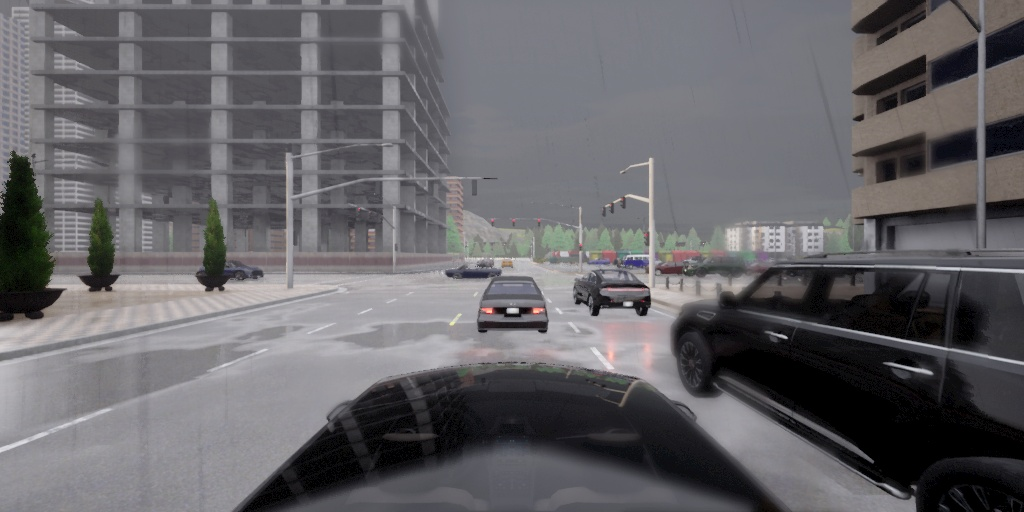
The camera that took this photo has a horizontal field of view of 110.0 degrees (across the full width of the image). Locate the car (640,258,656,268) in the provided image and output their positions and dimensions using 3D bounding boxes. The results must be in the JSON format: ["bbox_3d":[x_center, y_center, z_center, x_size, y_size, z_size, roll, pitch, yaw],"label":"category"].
[{"bbox_3d":[16.515,1.281,37.544,5.008,1.535,1.882,0,0,0],"label":"car"}]

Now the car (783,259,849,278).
[{"bbox_3d":[28.873,1.156,34.140,4.553,1.767,2.097,0,0,0],"label":"car"}]

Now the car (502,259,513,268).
[{"bbox_3d":[-0.846,1.225,62.763,1.882,1.535,5.008,0,0,-1],"label":"car"}]

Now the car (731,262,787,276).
[{"bbox_3d":[25.825,1.329,37.608,4.674,1.442,1.812,0,0,0],"label":"car"}]

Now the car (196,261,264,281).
[{"bbox_3d":[-23.486,1.159,30.022,4.553,1.767,2.097,0,0,0],"label":"car"}]

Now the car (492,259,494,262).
[{"bbox_3d":[-4.522,1.225,63.041,1.882,1.535,5.008,0,0,0],"label":"car"}]

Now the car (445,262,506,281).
[{"bbox_3d":[-3.123,1.375,30.184,4.718,1.301,1.895,0,0,0],"label":"car"}]

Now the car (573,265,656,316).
[{"bbox_3d":[3.496,1.241,13.282,2.128,1.511,4.902,0,0,0],"label":"car"}]

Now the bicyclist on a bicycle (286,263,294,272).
[{"bbox_3d":[-25.967,1.104,41.983,0.582,1.620,1.656,0,0,0],"label":"bicyclist on a bicycle"}]

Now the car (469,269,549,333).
[{"bbox_3d":[0.021,1.297,10.701,2.033,1.411,5.357,0,0,0],"label":"car"}]

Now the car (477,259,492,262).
[{"bbox_3d":[-4.424,1.348,52.873,1.895,1.301,4.718,0,0,-1],"label":"car"}]

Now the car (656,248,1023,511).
[{"bbox_3d":[3.599,0.971,3.369,2.150,2.045,5.566,0,0,0],"label":"car"}]

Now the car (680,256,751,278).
[{"bbox_3d":[19.232,1.025,34.066,5.566,2.045,2.150,0,0,0],"label":"car"}]

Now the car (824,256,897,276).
[{"bbox_3d":[36.521,1.025,37.696,5.566,2.045,2.150,0,0,0],"label":"car"}]
